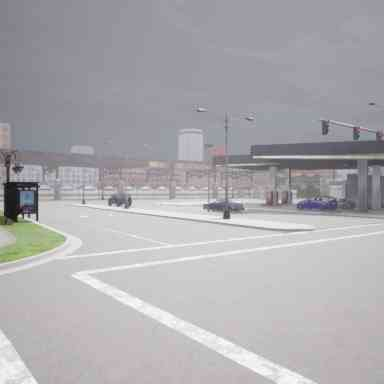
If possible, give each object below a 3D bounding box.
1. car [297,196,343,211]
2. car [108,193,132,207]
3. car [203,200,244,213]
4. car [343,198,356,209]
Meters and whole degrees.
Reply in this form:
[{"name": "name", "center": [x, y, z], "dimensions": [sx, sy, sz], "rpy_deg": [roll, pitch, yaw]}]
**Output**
[{"name": "car", "center": [14.343, 1.295, 38.345], "dimensions": [2.242, 1.667, 4.611], "rpy_deg": [0, 0, -35]}, {"name": "car", "center": [-11.347, 1.222, 52.236], "dimensions": [2.150, 2.045, 5.566], "rpy_deg": [0, 0, -35]}, {"name": "car", "center": [3.422, 1.547, 37.187], "dimensions": [2.033, 1.411, 5.357], "rpy_deg": [0, 0, -35]}, {"name": "car", "center": [18.617, 1.456, 42.259], "dimensions": [1.970, 1.475, 3.806], "rpy_deg": [0, 0, -35]}]
